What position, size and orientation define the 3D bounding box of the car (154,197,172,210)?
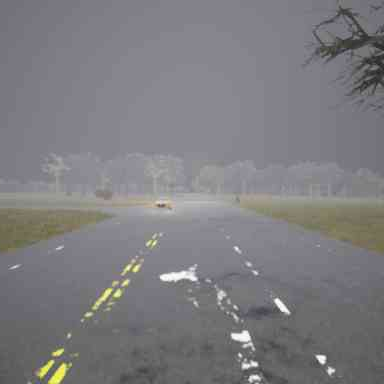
[{"bbox_3d":[-3.479,1.342,40.264,1.882,1.535,5.008,0,-1,0],"label":"car"}]
